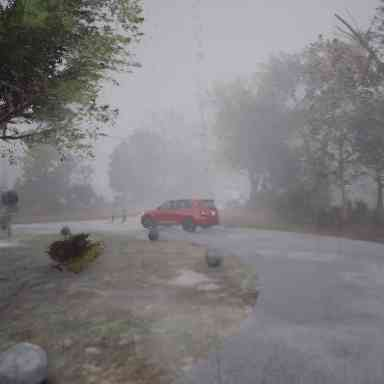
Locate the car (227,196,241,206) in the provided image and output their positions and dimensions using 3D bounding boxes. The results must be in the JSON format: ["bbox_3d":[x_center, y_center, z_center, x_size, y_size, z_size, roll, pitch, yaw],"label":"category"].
[{"bbox_3d":[8.730,2.133,70.914,1.812,1.442,4.674,-1,0,16],"label":"car"}]

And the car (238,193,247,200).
[{"bbox_3d":[13.703,1.376,89.676,2.150,2.045,5.566,-1,2,12],"label":"car"}]

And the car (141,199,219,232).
[{"bbox_3d":[-0.877,1.508,22.242,5.566,2.045,2.150,-1,-2,35],"label":"car"}]
